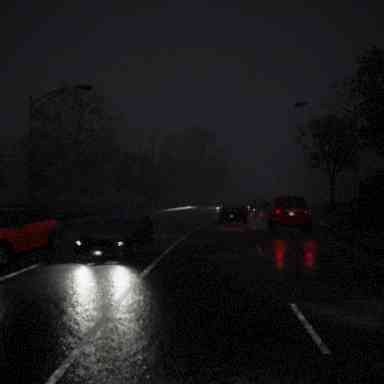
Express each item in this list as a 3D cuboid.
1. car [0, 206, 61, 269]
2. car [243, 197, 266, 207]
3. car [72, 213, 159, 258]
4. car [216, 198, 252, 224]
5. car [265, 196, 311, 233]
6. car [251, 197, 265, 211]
[{"bbox_3d":[-6.325,1.329,11.093,2.097,1.767,4.553,0,0,6],"label":"car"},{"bbox_3d":[10.220,1.563,54.088,2.033,1.411,5.357,0,0,28],"label":"car"},{"bbox_3d":[-2.660,1.535,13.097,2.033,1.411,5.357,0,0,7],"label":"car"},{"bbox_3d":[3.239,1.481,24.877,1.882,1.535,5.008,0,0,13],"label":"car"},{"bbox_3d":[5.765,1.236,20.161,2.150,2.045,5.566,0,0,11],"label":"car"},{"bbox_3d":[8.590,1.510,41.721,2.128,1.511,4.902,0,0,22],"label":"car"}]
